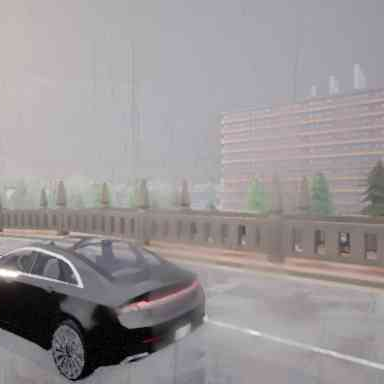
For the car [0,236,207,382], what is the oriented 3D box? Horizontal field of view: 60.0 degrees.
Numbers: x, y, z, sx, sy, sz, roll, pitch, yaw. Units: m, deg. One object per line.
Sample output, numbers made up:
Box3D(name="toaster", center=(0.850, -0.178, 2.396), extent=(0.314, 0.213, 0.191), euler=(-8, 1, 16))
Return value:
Box3D(name="car", center=(-2.084, 1.497, 5.477), extent=(4.902, 1.511, 2.128), euler=(0, 0, 35))
